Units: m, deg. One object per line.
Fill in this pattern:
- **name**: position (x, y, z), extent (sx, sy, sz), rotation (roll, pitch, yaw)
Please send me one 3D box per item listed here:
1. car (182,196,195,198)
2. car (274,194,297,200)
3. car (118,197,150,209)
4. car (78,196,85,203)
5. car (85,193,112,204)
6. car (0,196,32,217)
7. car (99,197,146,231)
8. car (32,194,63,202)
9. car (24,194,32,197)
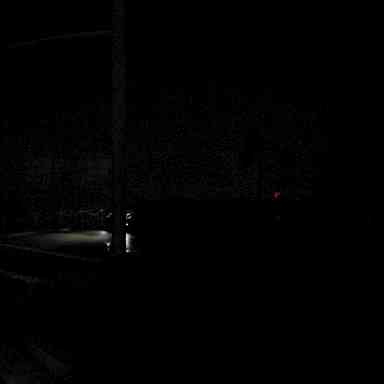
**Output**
- **car**: position (-0.870, 1.374, 48.215), extent (1.845, 1.501, 3.633), rotation (0, 0, 35)
- **car**: position (11.894, 1.226, 42.148), extent (2.150, 2.045, 5.566), rotation (0, 0, 35)
- **car**: position (-7.589, 1.384, 43.878), extent (1.970, 1.475, 3.806), rotation (0, 0, 35)
- **car**: position (-18.573, 1.077, 60.400), extent (1.905, 1.878, 3.866), rotation (0, 0, 35)
- **car**: position (-15.963, 1.097, 59.059), extent (1.932, 1.855, 4.605), rotation (0, 0, 35)
- **car**: position (-15.897, 1.340, 26.955), extent (2.007, 1.523, 4.514), rotation (0, 0, 35)
- **car**: position (-3.132, 1.352, 20.613), extent (2.097, 1.767, 4.553), rotation (0, 0, 35)
- **car**: position (-29.019, 1.154, 67.788), extent (2.152, 1.636, 5.027), rotation (0, 0, 35)
- **car**: position (-34.445, 1.232, 71.230), extent (1.970, 1.475, 3.806), rotation (0, 0, 35)
